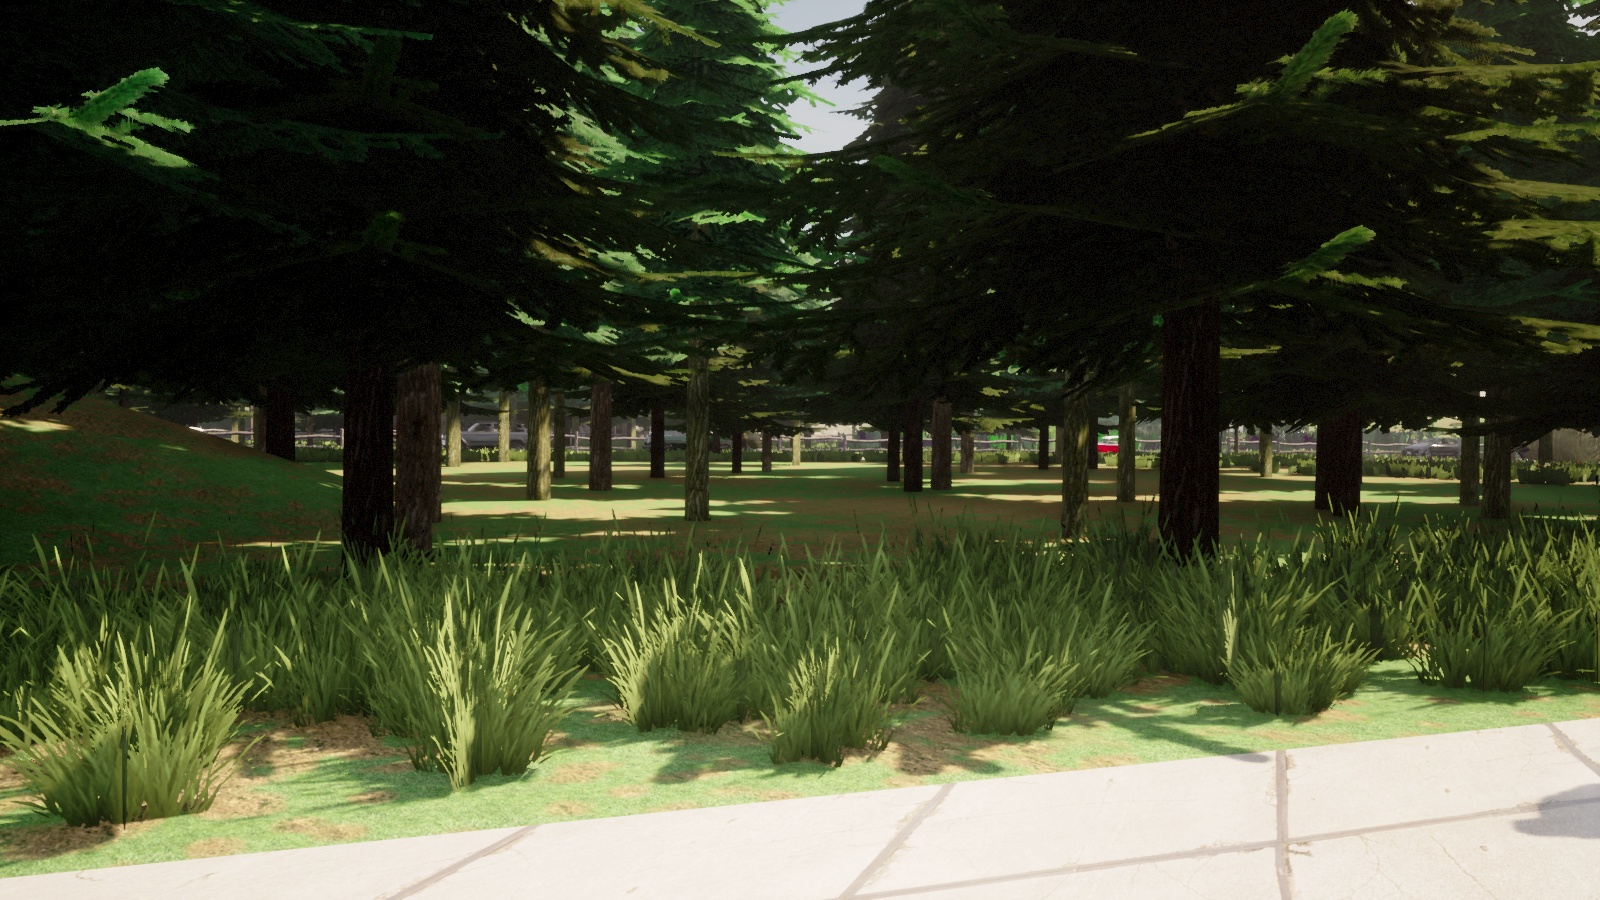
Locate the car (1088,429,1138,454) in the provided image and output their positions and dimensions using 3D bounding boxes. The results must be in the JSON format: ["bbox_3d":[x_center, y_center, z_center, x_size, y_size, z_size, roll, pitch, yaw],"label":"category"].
[{"bbox_3d":[17.551,-0.491,70.444,2.207,1.376,1.481,-1,1,-19],"label":"car"}]

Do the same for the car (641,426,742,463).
[{"bbox_3d":[-5.351,-0.294,62.011,4.553,1.767,2.097,-1,1,-21],"label":"car"}]

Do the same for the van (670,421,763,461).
[{"bbox_3d":[-4.398,-0.506,66.118,4.480,2.038,2.069,-1,1,-21],"label":"van"}]

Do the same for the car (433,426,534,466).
[{"bbox_3d":[-15.608,-0.223,61.860,4.605,1.855,1.932,-1,1,-21],"label":"car"}]

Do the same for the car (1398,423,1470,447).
[{"bbox_3d":[41.649,-0.989,82.540,4.193,1.474,1.816,-1,1,-19],"label":"car"}]
